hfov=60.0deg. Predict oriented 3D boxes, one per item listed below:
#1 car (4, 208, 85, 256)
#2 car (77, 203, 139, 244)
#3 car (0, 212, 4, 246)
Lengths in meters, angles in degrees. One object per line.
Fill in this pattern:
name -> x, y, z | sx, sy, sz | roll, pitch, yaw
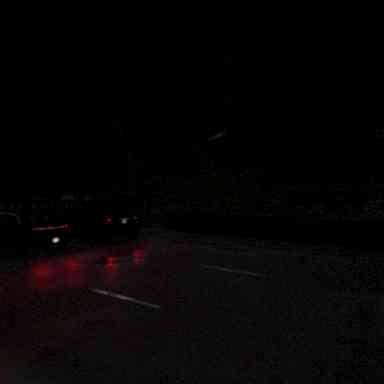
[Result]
car -> -6.720, 1.451, 13.023 | 4.902, 1.511, 2.128 | 0, 0, 36
car -> -4.703, 1.311, 15.882 | 4.553, 1.767, 2.097 | 0, 0, 36
car -> -8.032, 1.184, 9.659 | 5.566, 2.045, 2.150 | 0, 0, 35
